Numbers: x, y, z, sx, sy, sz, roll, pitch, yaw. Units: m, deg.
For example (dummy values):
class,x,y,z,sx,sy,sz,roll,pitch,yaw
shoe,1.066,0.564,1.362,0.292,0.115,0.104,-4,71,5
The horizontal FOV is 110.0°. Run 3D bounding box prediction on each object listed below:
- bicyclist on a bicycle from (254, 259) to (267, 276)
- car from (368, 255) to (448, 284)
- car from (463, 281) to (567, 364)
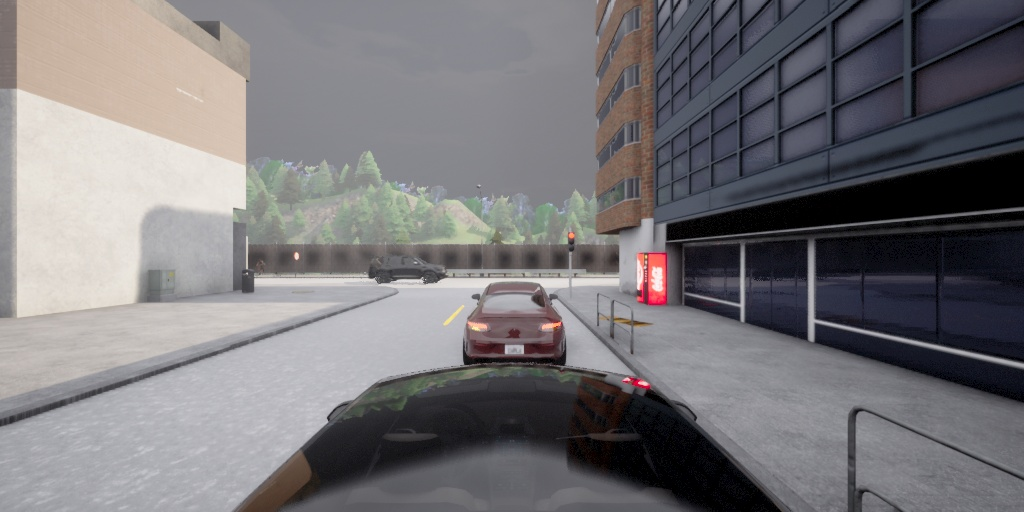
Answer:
class,x,y,z,sx,sy,sz,roll,pitch,yaw
bicyclist on a bicycle,-24.187,1.097,34.496,0.582,1.620,1.656,0,0,0
car,-7.538,0.971,26.085,5.566,2.045,2.150,0,0,0
car,0.058,1.275,7.825,1.812,1.442,4.674,0,0,1
